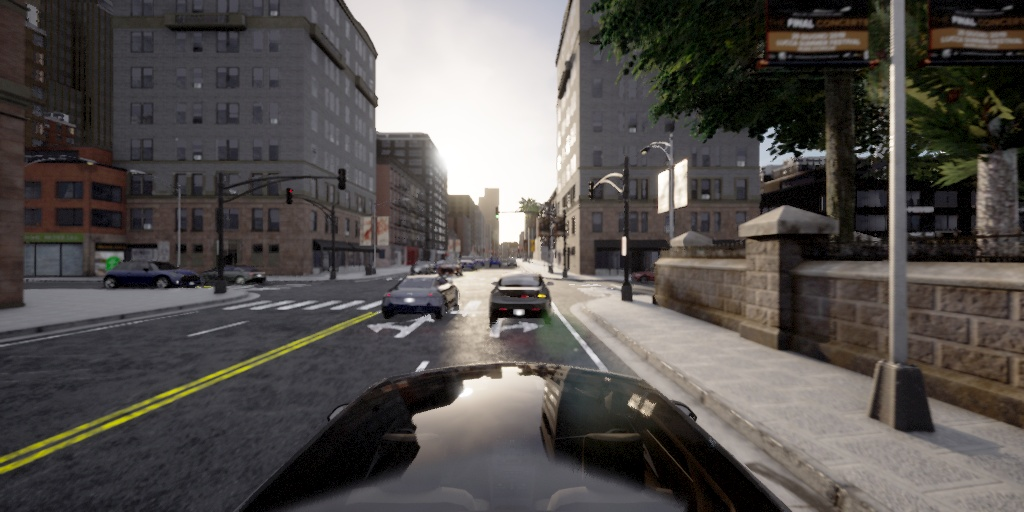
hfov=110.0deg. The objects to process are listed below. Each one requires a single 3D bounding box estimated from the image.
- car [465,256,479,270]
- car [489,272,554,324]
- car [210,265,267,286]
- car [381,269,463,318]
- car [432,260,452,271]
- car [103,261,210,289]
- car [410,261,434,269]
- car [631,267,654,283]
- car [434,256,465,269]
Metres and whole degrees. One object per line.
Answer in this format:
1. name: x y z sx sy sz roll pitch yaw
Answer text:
1. car: -6.569 1.021 52.737 2.150 2.045 5.566 0 0 1
2. car: 0.347 1.268 12.069 1.837 1.490 4.892 0 0 4
3. car: -19.558 1.316 24.943 4.181 1.385 1.994 0 0 1
4. car: -3.150 1.329 13.030 1.994 1.385 4.181 0 0 0
5. car: -9.827 1.326 50.699 1.812 1.442 4.674 0 1 0
6. car: -21.681 1.093 21.792 4.553 1.767 2.097 0 0 0
7. car: -9.843 1.285 39.634 2.128 1.511 4.902 0 0 0
8. car: 11.296 1.416 27.514 4.207 1.307 1.802 0 0 2
9. car: -6.558 1.146 38.238 2.097 1.767 4.553 0 0 -1
